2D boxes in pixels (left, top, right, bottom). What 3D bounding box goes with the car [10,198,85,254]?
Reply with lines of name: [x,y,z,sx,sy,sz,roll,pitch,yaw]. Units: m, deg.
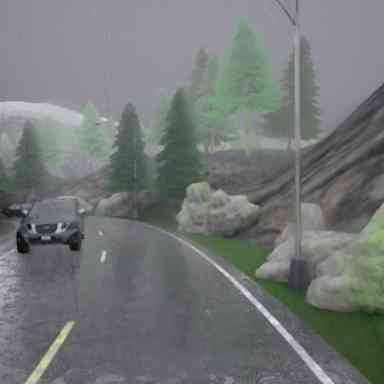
car: [-5.872,1.295,14.459,2.150,2.045,5.566,0,0,-15]

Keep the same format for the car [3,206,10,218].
car: [-15.449,1.729,30.696,5.357,1.411,2.033,0,0,38]
